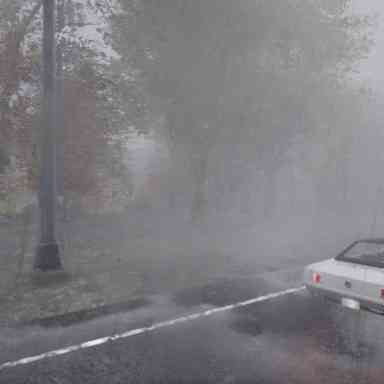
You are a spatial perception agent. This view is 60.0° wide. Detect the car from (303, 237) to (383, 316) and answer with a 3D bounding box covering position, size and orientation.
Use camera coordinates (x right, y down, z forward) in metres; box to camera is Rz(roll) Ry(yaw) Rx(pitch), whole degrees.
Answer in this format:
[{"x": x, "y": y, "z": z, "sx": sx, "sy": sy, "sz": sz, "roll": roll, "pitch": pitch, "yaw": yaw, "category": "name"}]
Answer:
[{"x": 4.530, "y": 1.629, "z": 6.977, "sx": 4.718, "sy": 1.301, "sz": 1.895, "roll": 0, "pitch": 0, "yaw": -35, "category": "car"}]
